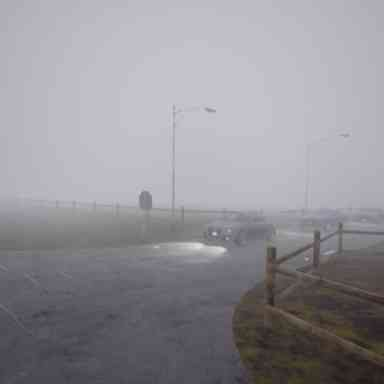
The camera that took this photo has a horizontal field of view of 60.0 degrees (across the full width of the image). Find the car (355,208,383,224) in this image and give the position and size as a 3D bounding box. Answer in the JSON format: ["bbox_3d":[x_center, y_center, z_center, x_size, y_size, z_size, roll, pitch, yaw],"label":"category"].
[{"bbox_3d":[17.761,2.268,32.691,2.033,1.411,5.357,2,0,44],"label":"car"}]

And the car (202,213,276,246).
[{"bbox_3d":[2.402,1.754,16.509,1.994,1.385,4.181,2,0,44],"label":"car"}]

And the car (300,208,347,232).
[{"bbox_3d":[9.600,1.904,24.102,1.882,1.535,5.008,2,0,43],"label":"car"}]
